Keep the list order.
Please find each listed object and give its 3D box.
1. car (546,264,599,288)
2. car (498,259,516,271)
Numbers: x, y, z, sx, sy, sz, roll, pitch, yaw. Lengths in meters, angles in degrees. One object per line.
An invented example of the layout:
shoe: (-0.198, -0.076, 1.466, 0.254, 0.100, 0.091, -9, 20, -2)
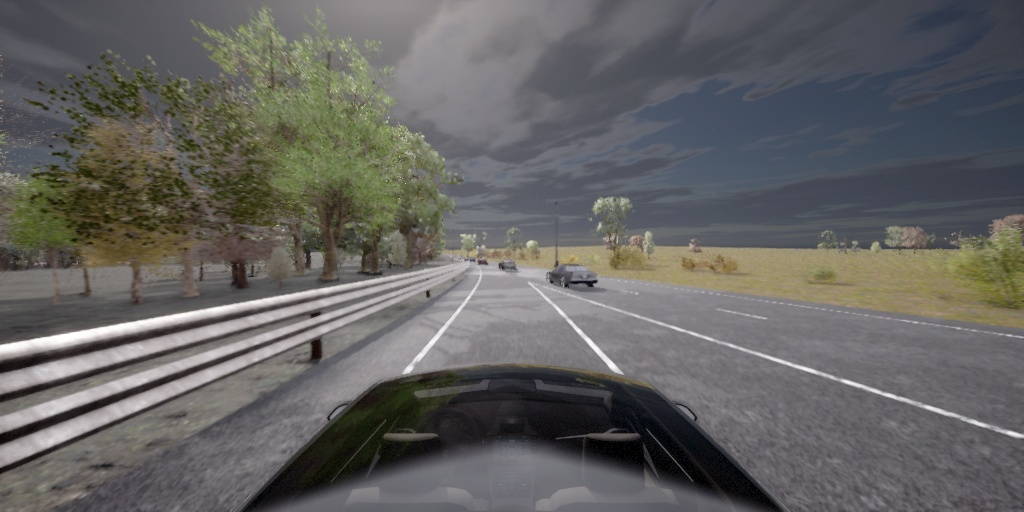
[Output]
car: (3.682, 1.211, 22.847, 2.033, 1.411, 5.357, 0, 0, -10)
car: (-0.670, 1.149, 46.452, 2.128, 1.511, 4.902, 0, 0, -10)
